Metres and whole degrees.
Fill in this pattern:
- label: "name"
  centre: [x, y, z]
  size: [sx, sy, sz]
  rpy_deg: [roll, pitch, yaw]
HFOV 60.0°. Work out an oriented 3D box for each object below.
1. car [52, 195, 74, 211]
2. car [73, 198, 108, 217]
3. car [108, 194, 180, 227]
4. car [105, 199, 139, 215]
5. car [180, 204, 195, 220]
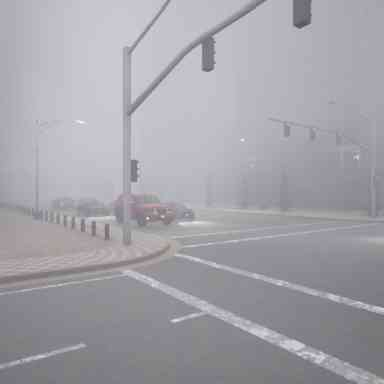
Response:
- label: "car"
  centre: [-15.043, 1.297, 39.234]
  size: [2.097, 1.767, 4.553]
  rpy_deg: [0, 0, -35]
- label: "car"
  centre: [-9.179, 1.509, 30.840]
  size: [1.994, 1.385, 4.181]
  rpy_deg: [0, 0, -35]
- label: "car"
  centre: [-3.432, 1.166, 22.742]
  size: [2.150, 2.045, 5.566]
  rpy_deg: [0, 0, -36]
- label: "car"
  centre: [-7.279, 1.508, 34.229]
  size: [1.994, 1.385, 4.181]
  rpy_deg: [0, 0, -35]
- label: "car"
  centre: [-1.540, 1.508, 26.119]
  size: [1.994, 1.385, 4.181]
  rpy_deg: [0, 0, -36]
